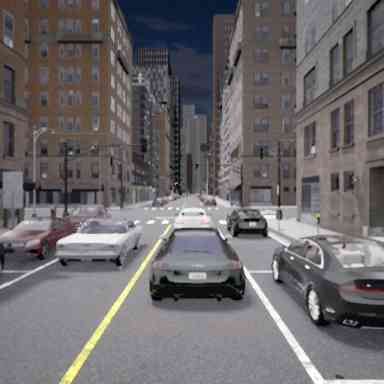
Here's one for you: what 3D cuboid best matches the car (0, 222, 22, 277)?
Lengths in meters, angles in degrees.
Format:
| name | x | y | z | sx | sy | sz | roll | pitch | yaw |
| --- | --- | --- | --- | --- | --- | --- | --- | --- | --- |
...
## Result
| name | x | y | z | sx | sy | sz | roll | pitch | yaw |
| --- | --- | --- | --- | --- | --- | --- | --- | --- | --- |
| car | -5.657 | 1.564 | 6.885 | 1.947 | 1.339 | 4.313 | 0 | 0 | 0 |

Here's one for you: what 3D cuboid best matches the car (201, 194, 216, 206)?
| name | x | y | z | sx | sy | sz | roll | pitch | yaw |
| --- | --- | --- | --- | --- | --- | --- | --- | --- | --- |
| car | 2.991 | 1.462 | 54.962 | 1.967 | 1.590 | 4.097 | 0 | 0 | 0 |

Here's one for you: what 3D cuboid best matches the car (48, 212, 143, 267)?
| name | x | y | z | sx | sy | sz | roll | pitch | yaw |
| --- | --- | --- | --- | --- | --- | --- | --- | --- | --- |
| car | -2.978 | 1.598 | 11.572 | 1.895 | 1.301 | 4.718 | 0 | 0 | 0 |

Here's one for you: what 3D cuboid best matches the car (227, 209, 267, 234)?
| name | x | y | z | sx | sy | sz | roll | pitch | yaw |
| --- | --- | --- | --- | --- | --- | --- | --- | --- | --- |
| car | 2.889 | 1.562 | 17.871 | 1.947 | 1.339 | 4.313 | 0 | 0 | 0 |

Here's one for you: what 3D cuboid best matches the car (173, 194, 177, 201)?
| name | x | y | z | sx | sy | sz | roll | pitch | yaw |
| --- | --- | --- | --- | --- | --- | --- | --- | --- | --- |
| car | -5.435 | 1.605 | 81.863 | 1.752 | 1.417 | 4.829 | 0 | 0 | 0 |

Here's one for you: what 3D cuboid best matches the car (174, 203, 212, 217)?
| name | x | y | z | sx | sy | sz | roll | pitch | yaw |
| --- | --- | --- | --- | --- | --- | --- | --- | --- | --- |
| car | 0.066 | 1.522 | 17.096 | 1.812 | 1.442 | 4.674 | 0 | 0 | 1 |

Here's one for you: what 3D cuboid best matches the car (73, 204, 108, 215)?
| name | x | y | z | sx | sy | sz | roll | pitch | yaw |
| --- | --- | --- | --- | --- | --- | --- | --- | --- | --- |
| car | -5.637 | 1.436 | 17.888 | 1.967 | 1.590 | 4.097 | 0 | 0 | 0 |

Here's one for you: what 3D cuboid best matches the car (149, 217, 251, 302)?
| name | x | y | z | sx | sy | sz | roll | pitch | yaw |
| --- | --- | --- | --- | --- | --- | --- | --- | --- | --- |
| car | 0.098 | 1.562 | 8.337 | 1.994 | 1.385 | 4.181 | 0 | 0 | 0 |

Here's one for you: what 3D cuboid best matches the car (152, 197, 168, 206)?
| name | x | y | z | sx | sy | sz | roll | pitch | yaw |
| --- | --- | --- | --- | --- | --- | --- | --- | --- | --- |
| car | -5.534 | 1.604 | 54.990 | 1.802 | 1.307 | 4.206 | 0 | 0 | 0 |

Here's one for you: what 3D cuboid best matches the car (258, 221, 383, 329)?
| name | x | y | z | sx | sy | sz | roll | pitch | yaw |
| --- | --- | --- | --- | --- | --- | --- | --- | --- | --- |
| car | 2.868 | 1.549 | 6.869 | 2.008 | 1.369 | 4.403 | 0 | 0 | 0 |

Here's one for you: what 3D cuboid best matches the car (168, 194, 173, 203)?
| name | x | y | z | sx | sy | sz | roll | pitch | yaw |
| --- | --- | --- | --- | --- | --- | --- | --- | --- | --- |
| car | -5.493 | 1.590 | 65.807 | 2.008 | 1.369 | 4.403 | 0 | 0 | 0 |

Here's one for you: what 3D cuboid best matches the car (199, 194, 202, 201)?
| name | x | y | z | sx | sy | sz | roll | pitch | yaw |
| --- | --- | --- | --- | --- | --- | --- | --- | --- | --- |
| car | 3.031 | 1.590 | 65.779 | 2.008 | 1.369 | 4.403 | 0 | 0 | 0 |

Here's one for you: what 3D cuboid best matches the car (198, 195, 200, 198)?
| name | x | y | z | sx | sy | sz | roll | pitch | yaw |
| --- | --- | --- | --- | --- | --- | --- | --- | --- | --- |
| car | 3.070 | 1.504 | 76.597 | 1.967 | 1.590 | 4.097 | 0 | 0 | 0 |

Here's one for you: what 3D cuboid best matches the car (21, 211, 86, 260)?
| name | x | y | z | sx | sy | sz | roll | pitch | yaw |
| --- | --- | --- | --- | --- | --- | --- | --- | --- | --- |
| car | -5.647 | 1.579 | 12.386 | 1.802 | 1.307 | 4.206 | 0 | 0 | 0 |

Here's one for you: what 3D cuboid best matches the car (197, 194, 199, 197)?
| name | x | y | z | sx | sy | sz | roll | pitch | yaw |
| --- | --- | --- | --- | --- | --- | --- | --- | --- | --- |
| car | 3.109 | 1.538 | 87.415 | 1.967 | 1.590 | 4.097 | 0 | 0 | 0 |

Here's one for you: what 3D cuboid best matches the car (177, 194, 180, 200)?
| name | x | y | z | sx | sy | sz | roll | pitch | yaw |
| --- | --- | --- | --- | --- | --- | --- | --- | --- | --- |
| car | -5.396 | 1.433 | 92.850 | 2.192 | 1.841 | 5.009 | 0 | 0 | 0 |
